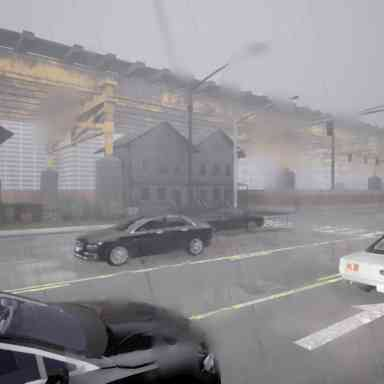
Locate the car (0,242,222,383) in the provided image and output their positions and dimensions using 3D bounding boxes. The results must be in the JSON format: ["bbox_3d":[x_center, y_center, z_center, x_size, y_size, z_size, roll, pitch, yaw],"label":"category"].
[{"bbox_3d":[-1.951,1.492,2.354,4.902,1.511,2.128,0,0,-35],"label":"car"}]

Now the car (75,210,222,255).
[{"bbox_3d":[-1.500,1.505,11.513,4.892,1.490,1.837,0,0,-35],"label":"car"}]

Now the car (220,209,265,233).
[{"bbox_3d":[1.662,1.601,18.059,4.718,1.301,1.895,0,0,-35],"label":"car"}]

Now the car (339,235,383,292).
[{"bbox_3d":[5.565,1.601,7.740,4.718,1.301,1.895,0,0,-35],"label":"car"}]
